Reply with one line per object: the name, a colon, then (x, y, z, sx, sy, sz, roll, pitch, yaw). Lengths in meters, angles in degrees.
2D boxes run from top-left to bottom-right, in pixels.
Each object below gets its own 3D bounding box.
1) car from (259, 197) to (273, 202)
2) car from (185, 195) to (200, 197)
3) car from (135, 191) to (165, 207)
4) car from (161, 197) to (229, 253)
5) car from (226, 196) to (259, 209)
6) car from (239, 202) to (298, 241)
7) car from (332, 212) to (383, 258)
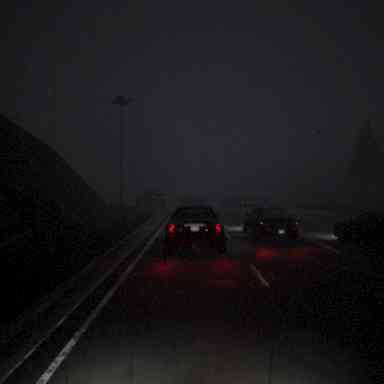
car: (7.957, 1.244, 41.166, 1.895, 1.301, 4.718, 0, 0, -21)
car: (-0.082, 1.128, 41.804, 2.128, 1.511, 4.902, 0, 0, -25)
car: (-5.639, 0.834, 44.629, 2.150, 2.045, 5.566, 1, 0, -35)
car: (0.096, 1.235, 13.260, 2.097, 1.767, 4.553, 0, 0, 0)
car: (5.187, 1.208, 39.023, 2.033, 1.411, 5.357, 0, 0, -22)
car: (3.595, 1.389, 15.683, 1.812, 1.442, 4.674, 0, 0, 0)
car: (7.096, 1.441, 12.210, 2.033, 1.411, 5.357, 0, 0, 0)
